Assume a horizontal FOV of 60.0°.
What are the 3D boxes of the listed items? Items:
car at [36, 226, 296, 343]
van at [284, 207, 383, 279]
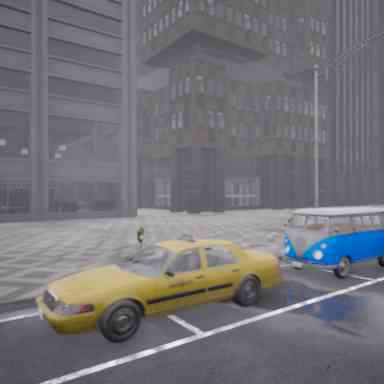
[{"bbox_3d":[-0.316,1.526,6.424,4.829,1.417,1.752,0,0,-35],"label":"car"},{"bbox_3d":[4.419,1.342,9.791,3.998,1.788,1.690,0,0,-35],"label":"van"}]
